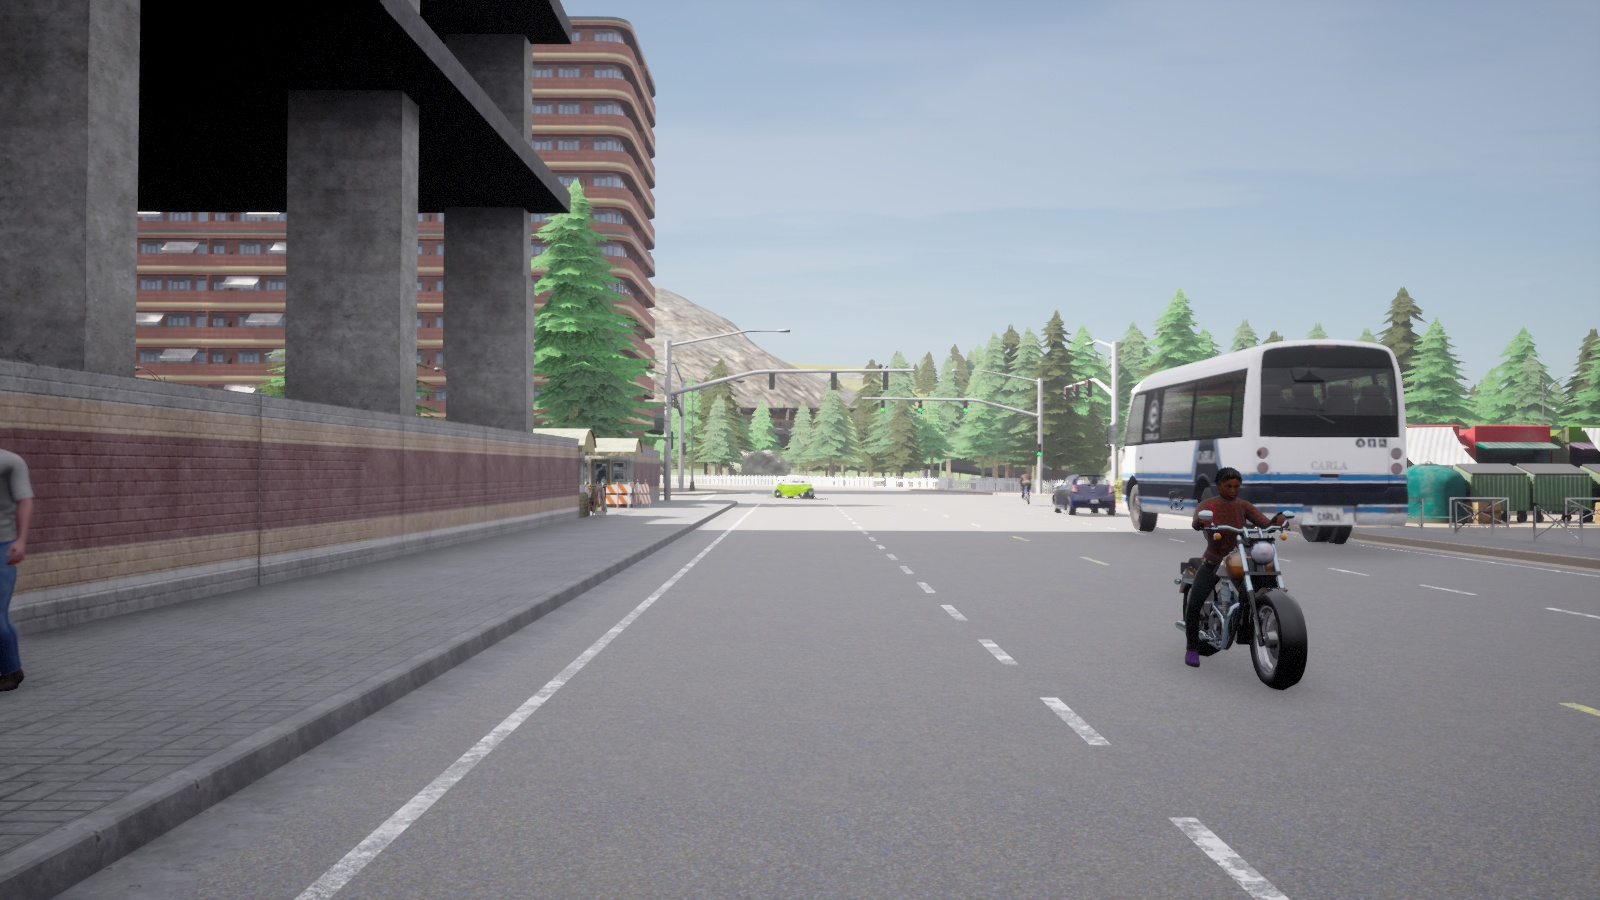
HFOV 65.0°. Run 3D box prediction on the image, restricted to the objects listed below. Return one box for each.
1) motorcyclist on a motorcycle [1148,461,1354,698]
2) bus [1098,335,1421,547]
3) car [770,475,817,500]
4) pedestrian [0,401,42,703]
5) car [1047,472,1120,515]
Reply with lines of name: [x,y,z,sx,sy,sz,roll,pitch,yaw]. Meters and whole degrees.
motorcyclist on a motorcycle: [3.475,0.918,9.942,0.766,1.649,2.350,0,-1,0]
bus: [10.465,-0.094,30.414,3.944,4.253,10.273,0,-1,0]
car: [-0.363,2.109,71.618,2.207,1.376,1.481,0,-1,33]
pedestrian: [-5.046,0.623,7.693,0.354,1.836,0.706,0,-1,1]
car: [10.385,1.561,46.188,1.845,1.501,3.633,0,-1,0]
